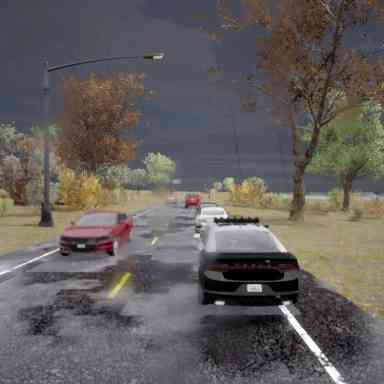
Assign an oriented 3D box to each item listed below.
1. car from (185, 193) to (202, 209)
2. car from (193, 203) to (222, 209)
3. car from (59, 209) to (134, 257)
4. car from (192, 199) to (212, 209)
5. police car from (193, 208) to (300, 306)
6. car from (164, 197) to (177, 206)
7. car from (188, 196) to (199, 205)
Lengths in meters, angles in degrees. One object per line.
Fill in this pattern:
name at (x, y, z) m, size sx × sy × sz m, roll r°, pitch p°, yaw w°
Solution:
car at (0.205, 1.212, 45.325) m, size 2.150 × 2.045 × 5.566 m, roll 0°, pitch 0°, yaw 1°
car at (1.097, 1.524, 18.111) m, size 1.812 × 1.442 × 4.674 m, roll 0°, pitch 0°, yaw 0°
car at (-3.568, 1.477, 13.236) m, size 1.882 × 1.535 × 5.008 m, roll 0°, pitch 0°, yaw 0°
car at (1.123, 1.503, 24.110) m, size 1.837 × 1.490 × 4.892 m, roll 0°, pitch 0°, yaw 0°
police car at (1.066, 1.425, 8.227) m, size 1.930 × 1.638 × 5.238 m, roll 0°, pitch 0°, yaw 0°
car at (-3.382, 1.511, 54.511) m, size 1.812 × 1.442 × 4.674 m, roll 0°, pitch 0°, yaw 0°
car at (0.230, 1.508, 59.527) m, size 1.812 × 1.442 × 4.674 m, roll 0°, pitch 0°, yaw 0°
